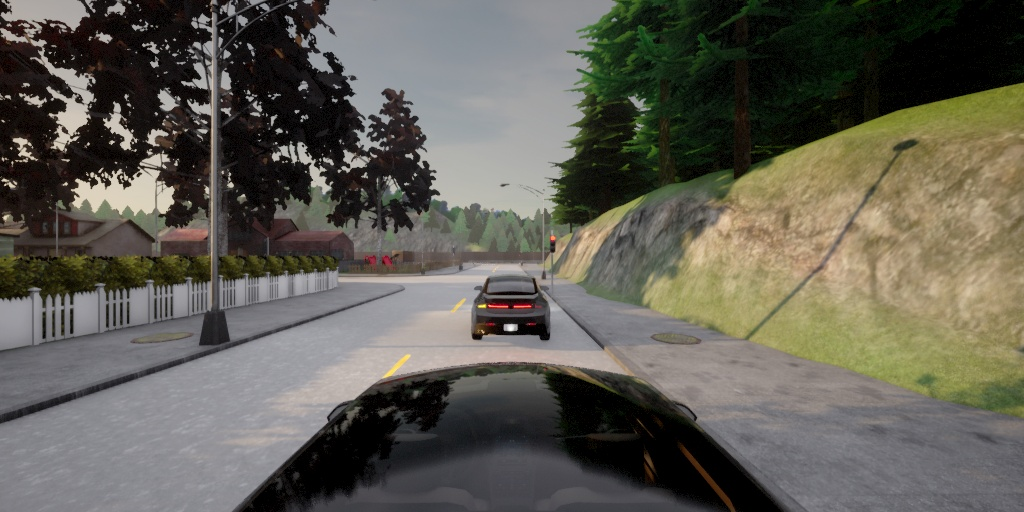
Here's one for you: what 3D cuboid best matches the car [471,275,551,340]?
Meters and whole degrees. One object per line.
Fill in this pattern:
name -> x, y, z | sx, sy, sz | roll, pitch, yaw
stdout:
car -> -0.019, 1.255, 9.947 | 1.837, 1.490, 4.892 | 0, 0, 0
